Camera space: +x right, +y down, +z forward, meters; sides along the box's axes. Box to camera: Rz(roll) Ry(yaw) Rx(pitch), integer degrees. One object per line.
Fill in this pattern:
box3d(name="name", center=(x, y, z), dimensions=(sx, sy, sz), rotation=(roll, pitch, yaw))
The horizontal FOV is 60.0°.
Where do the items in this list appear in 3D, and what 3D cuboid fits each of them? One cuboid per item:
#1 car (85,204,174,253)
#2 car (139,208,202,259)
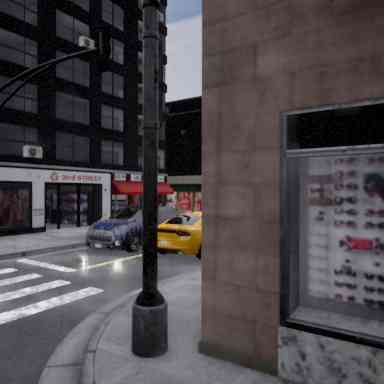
box3d(name="car", center=(-2.199, 1.365, 13.964), dimensions=(2.097, 1.767, 4.553), rotation=(0, 0, 33))
box3d(name="car", center=(0.465, 1.500, 12.864), dimensions=(1.882, 1.535, 5.008), rotation=(0, 0, 33))
